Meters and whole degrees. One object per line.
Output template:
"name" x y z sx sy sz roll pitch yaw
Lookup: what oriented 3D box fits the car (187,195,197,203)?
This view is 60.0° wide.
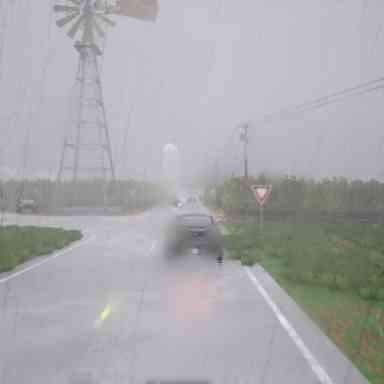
"car" -0.040 1.582 70.293 1.994 1.385 4.181 0 0 0

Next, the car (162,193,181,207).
"car" -3.302 1.245 50.633 2.150 2.045 5.566 0 0 0

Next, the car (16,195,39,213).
"car" -17.242 1.236 34.766 1.905 1.878 3.866 0 0 -31

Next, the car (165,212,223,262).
"car" 0.075 1.511 12.125 1.837 1.490 4.892 0 0 0

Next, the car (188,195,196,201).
"car" -0.046 1.470 80.326 1.895 1.301 4.718 0 0 0

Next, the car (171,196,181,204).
"car" -3.241 1.561 66.591 1.812 1.442 4.674 0 1 0
